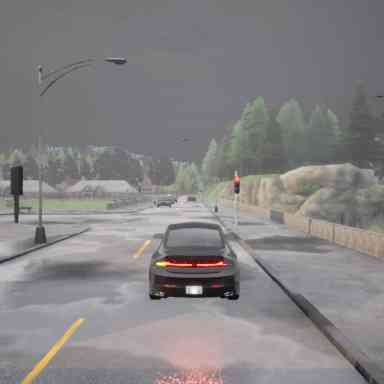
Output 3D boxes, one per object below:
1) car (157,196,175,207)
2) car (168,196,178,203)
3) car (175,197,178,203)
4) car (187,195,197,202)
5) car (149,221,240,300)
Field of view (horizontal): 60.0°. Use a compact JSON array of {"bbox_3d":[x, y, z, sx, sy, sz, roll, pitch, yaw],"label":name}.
[{"bbox_3d":[-4.114,1.564,49.740,1.994,1.385,4.181,0,0,0],"label":"car"},{"bbox_3d":[-4.026,1.595,69.937,1.895,1.301,4.718,0,0,0],"label":"car"},{"bbox_3d":[-4.100,1.505,59.755,1.837,1.490,4.892,0,0,0],"label":"car"},{"bbox_3d":[-0.027,1.324,70.993,1.882,1.535,5.008,0,0,0],"label":"car"},{"bbox_3d":[0.058,1.505,8.375,1.837,1.490,4.892,0,0,0],"label":"car"}]
